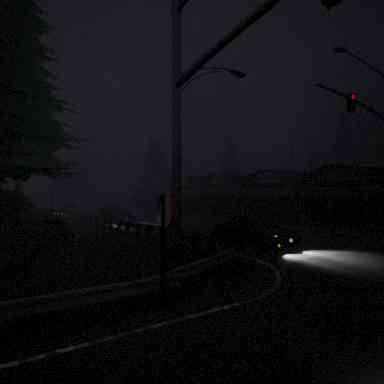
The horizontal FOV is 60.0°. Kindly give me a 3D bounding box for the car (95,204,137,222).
[{"bbox_3d":[-6.514,1.739,27.990,2.033,1.411,5.357,0,0,-35],"label":"car"}]

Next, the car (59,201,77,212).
[{"bbox_3d":[-15.498,1.787,41.601,1.895,1.301,4.718,0,0,-21],"label":"car"}]

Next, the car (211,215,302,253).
[{"bbox_3d":[2.764,1.755,14.903,1.994,1.385,4.181,0,0,-37],"label":"car"}]
